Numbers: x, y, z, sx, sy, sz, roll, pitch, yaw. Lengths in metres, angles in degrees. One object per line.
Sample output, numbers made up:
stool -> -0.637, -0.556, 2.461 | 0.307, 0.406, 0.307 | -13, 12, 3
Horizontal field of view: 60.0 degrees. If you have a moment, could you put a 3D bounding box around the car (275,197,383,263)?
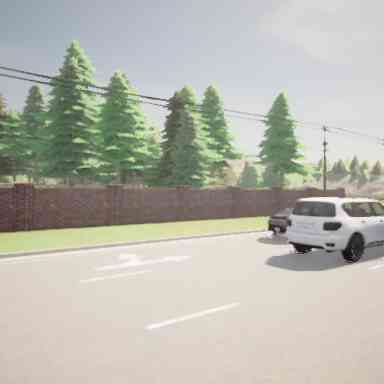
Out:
car -> 5.865, 1.218, 12.284 | 5.566, 2.045, 2.150 | 0, 0, -35

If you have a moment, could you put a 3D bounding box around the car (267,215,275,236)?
car -> 5.875, 1.488, 16.569 | 4.902, 1.511, 2.128 | 0, 0, -35
